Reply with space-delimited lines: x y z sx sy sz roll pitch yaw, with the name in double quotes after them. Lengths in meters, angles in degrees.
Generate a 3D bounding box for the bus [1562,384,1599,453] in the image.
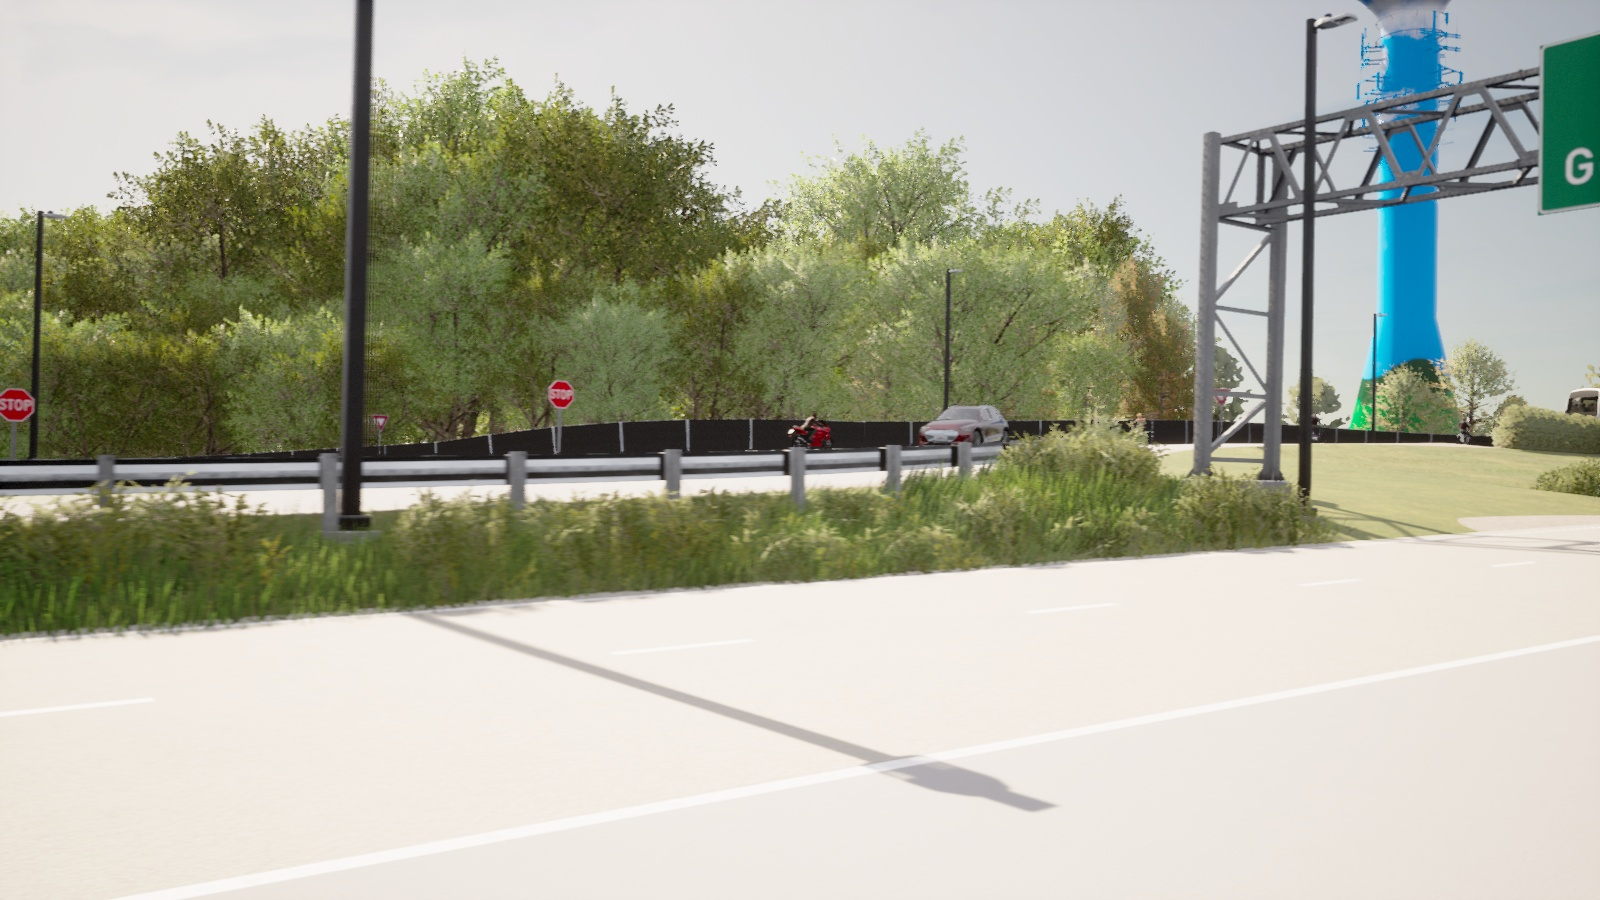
55.245 -1.828 80.709 10.273 4.253 3.944 2 0 -6 "bus"

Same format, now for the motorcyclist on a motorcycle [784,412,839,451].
0.467 -0.730 49.289 2.044 1.523 0.797 -1 1 -32 "motorcyclist on a motorcycle"

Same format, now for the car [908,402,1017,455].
5.490 -0.721 41.892 2.033 1.649 4.856 0 1 27 "car"
